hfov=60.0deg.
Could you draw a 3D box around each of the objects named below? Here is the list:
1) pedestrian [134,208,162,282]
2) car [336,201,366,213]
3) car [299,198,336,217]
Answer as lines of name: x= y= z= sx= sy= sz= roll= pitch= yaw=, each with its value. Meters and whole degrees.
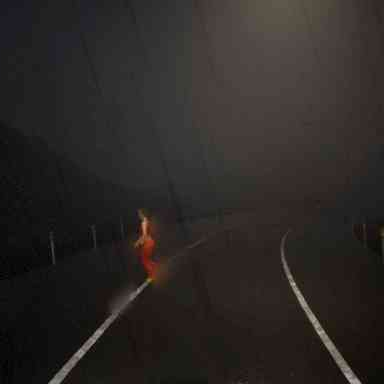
pedestrian: x=-1.091 y=1.247 z=8.063 sx=0.375 sy=1.860 sz=0.375 roll=-3 pitch=4 yaw=9
car: x=19.407 y=1.814 z=40.922 sx=5.357 sy=1.411 sz=2.033 roll=1 pitch=3 yaw=-39
car: x=12.598 y=1.453 z=33.747 sx=2.097 sy=1.767 sz=4.553 roll=4 pitch=1 yaw=38
